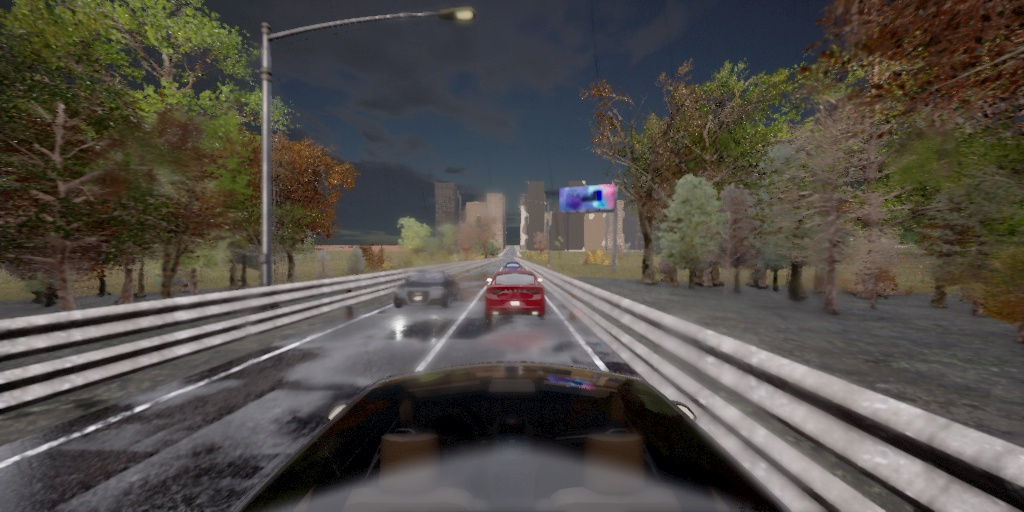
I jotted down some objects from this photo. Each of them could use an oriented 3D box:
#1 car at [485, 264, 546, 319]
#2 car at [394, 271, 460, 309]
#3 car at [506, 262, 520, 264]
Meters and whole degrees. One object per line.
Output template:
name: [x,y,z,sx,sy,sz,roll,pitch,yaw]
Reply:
car: [0.102,1.224,12.805,1.882,1.535,5.008,0,0,0]
car: [-3.348,1.310,14.776,1.994,1.385,4.181,0,0,0]
car: [0.088,1.265,33.484,1.812,1.442,4.674,0,0,0]
